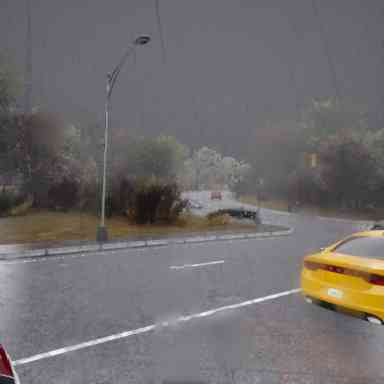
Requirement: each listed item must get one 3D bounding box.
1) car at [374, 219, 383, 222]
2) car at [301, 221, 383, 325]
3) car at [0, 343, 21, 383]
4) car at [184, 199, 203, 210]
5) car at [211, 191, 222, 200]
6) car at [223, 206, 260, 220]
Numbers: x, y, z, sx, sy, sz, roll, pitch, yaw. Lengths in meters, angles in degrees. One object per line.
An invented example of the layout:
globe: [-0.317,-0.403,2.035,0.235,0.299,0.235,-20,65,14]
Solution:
car: [12.807,2.061,19.333,1.994,1.385,4.181,3,-2,-30]
car: [4.374,1.543,6.873,5.008,1.535,1.882,1,-1,-35]
car: [-3.217,1.353,1.456,4.553,1.767,2.097,0,0,-35]
car: [0.118,1.797,48.370,2.128,1.511,4.902,2,1,-16]
car: [5.747,0.743,78.981,2.150,2.045,5.566,2,2,-1]
car: [5.037,2.147,34.508,1.895,1.301,4.718,3,-1,-22]
